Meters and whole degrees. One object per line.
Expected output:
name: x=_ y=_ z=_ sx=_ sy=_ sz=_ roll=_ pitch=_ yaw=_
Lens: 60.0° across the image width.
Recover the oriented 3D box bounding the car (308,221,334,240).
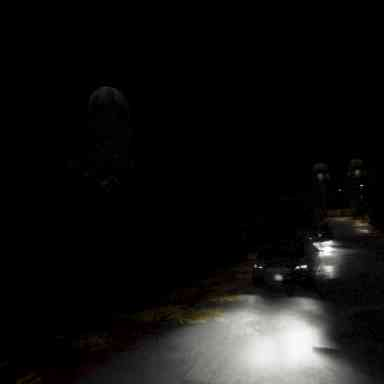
car: x=11.353 y=3.360 z=29.202 sx=2.128 sy=1.511 sz=4.902 roll=-5 pitch=-5 yaw=24

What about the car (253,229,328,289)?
car: x=3.493 y=2.349 z=11.883 sx=2.128 sy=1.511 sz=4.902 roll=-5 pitch=-5 yaw=24
